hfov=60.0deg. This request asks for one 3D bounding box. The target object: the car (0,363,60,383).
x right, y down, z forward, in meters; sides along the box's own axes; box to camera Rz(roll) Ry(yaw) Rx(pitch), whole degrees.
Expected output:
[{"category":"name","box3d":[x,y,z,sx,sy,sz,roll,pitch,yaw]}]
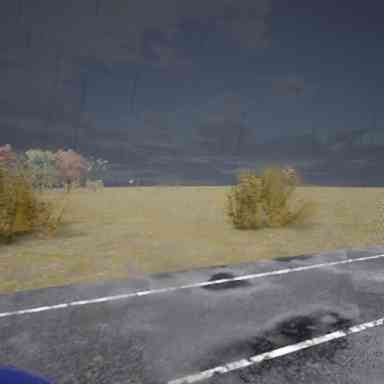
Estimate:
[{"category":"car","box3d":[-2.815,1.532,1.148,4.674,1.442,1.812,0,0,-32]}]
